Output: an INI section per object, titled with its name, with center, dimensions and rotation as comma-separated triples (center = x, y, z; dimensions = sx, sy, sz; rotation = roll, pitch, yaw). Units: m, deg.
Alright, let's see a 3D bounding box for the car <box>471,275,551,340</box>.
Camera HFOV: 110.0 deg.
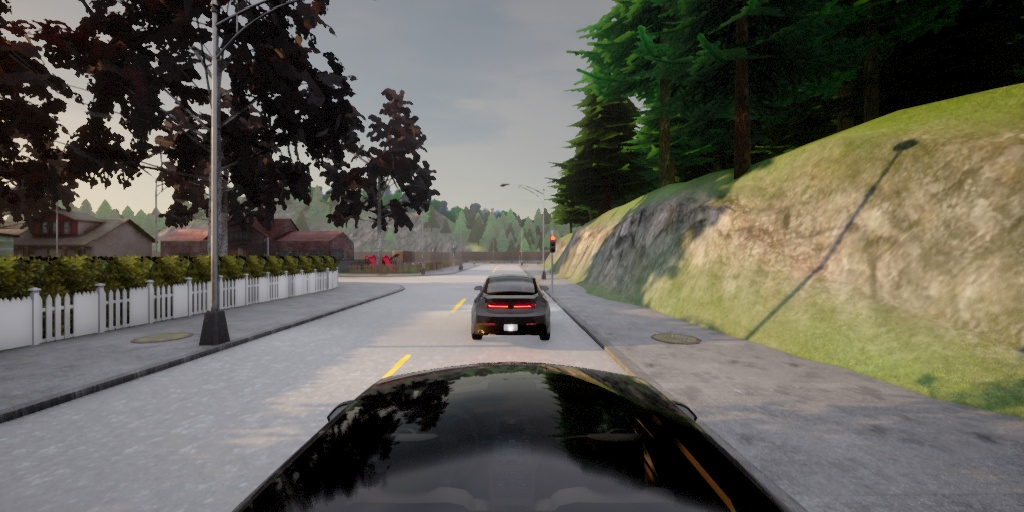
[car]
center = -0.019, 1.255, 9.947
dimensions = 1.837, 1.490, 4.892
rotation = 0, 0, 0
